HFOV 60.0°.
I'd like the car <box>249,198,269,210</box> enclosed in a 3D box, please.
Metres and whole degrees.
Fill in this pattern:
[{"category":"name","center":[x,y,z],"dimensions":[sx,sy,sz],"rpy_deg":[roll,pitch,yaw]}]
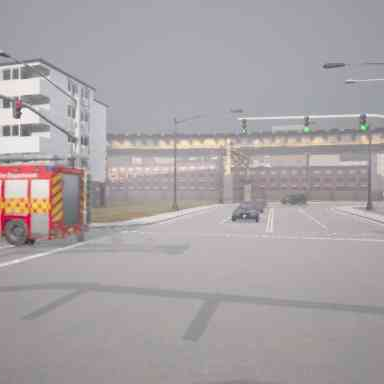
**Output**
[{"category":"car","center":[9.403,1.581,46.318],"dimensions":[2.033,1.411,5.357],"rpy_deg":[0,0,18]}]

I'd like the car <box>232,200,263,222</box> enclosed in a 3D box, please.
[{"category":"car","center":[4.368,1.592,26.549],"dimensions":[1.994,1.385,4.181],"rpy_deg":[0,0,14]}]

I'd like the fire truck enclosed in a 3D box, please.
[{"category":"fire truck","center":[-9.144,0.346,15.527],"dimensions":[8.468,3.827,2.891],"rpy_deg":[0,0,15]}]

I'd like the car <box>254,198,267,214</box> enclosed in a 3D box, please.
[{"category":"car","center":[6.803,1.594,36.251],"dimensions":[1.994,1.385,4.181],"rpy_deg":[0,0,14]}]

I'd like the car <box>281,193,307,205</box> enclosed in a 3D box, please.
[{"category":"car","center":[18.135,1.275,58.946],"dimensions":[5.566,2.045,2.150],"rpy_deg":[0,0,-37]}]
